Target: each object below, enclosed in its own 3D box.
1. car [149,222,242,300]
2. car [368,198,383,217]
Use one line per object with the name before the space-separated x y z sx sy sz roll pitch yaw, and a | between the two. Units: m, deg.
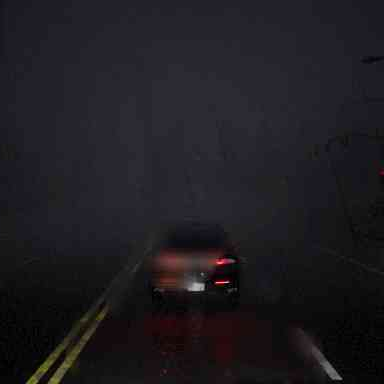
car | 0.071 1.492 8.393 2.128 1.511 4.902 0 0 0
car | 17.942 1.296 28.797 4.553 1.767 2.097 0 0 0
